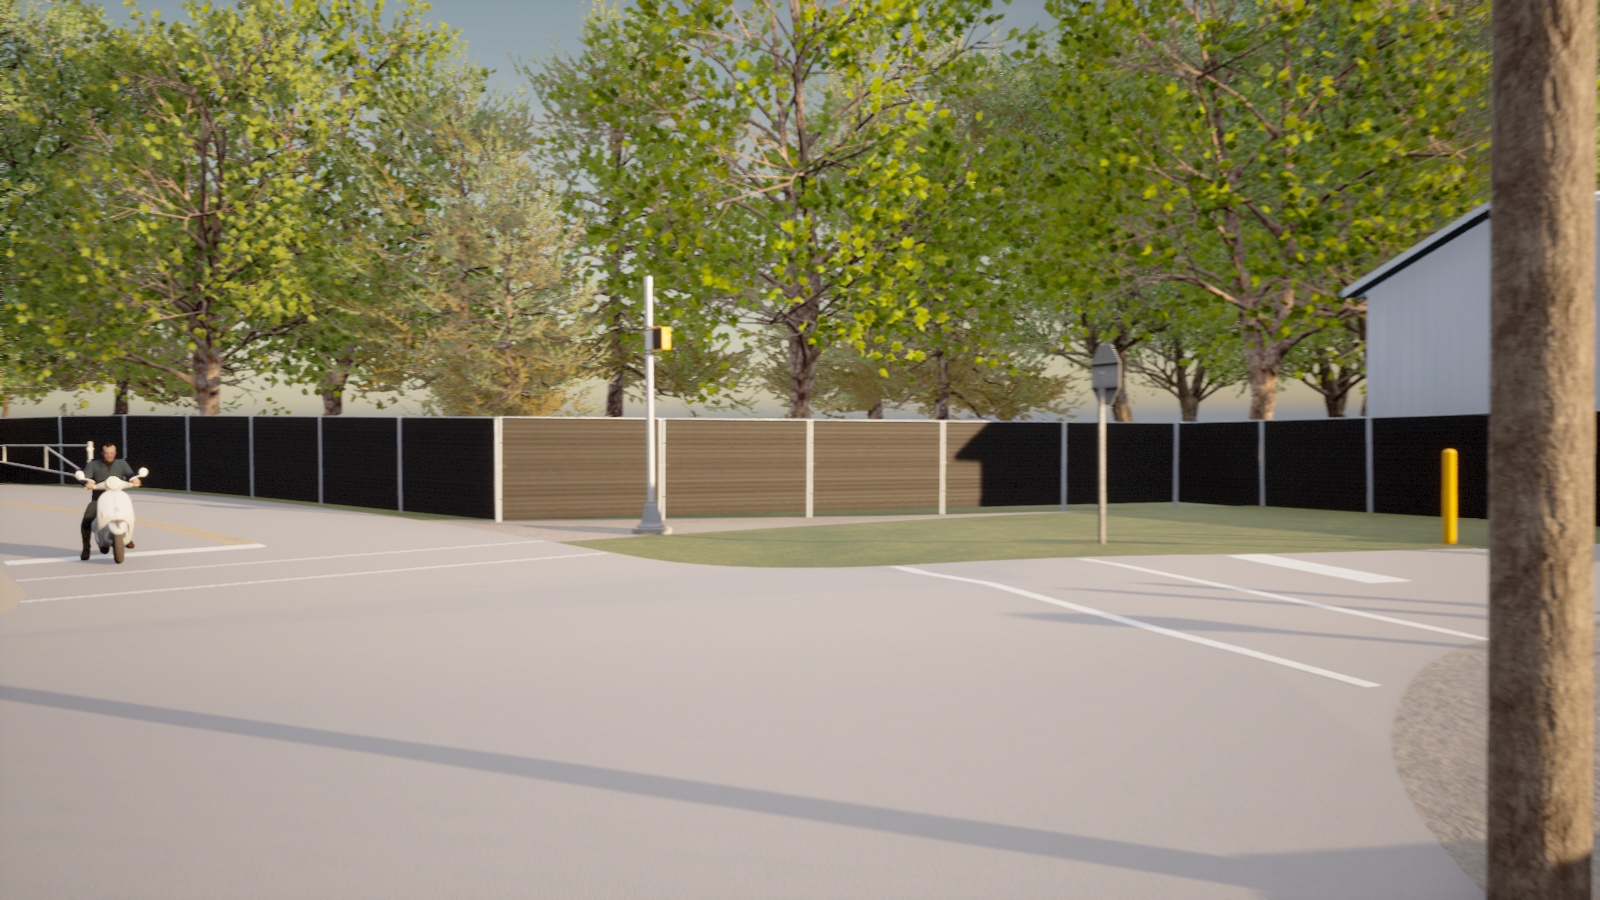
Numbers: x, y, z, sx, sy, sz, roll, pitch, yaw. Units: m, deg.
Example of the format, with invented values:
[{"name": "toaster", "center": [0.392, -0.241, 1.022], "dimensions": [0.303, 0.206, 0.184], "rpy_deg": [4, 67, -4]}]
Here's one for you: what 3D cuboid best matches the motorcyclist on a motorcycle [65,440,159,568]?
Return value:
[{"name": "motorcyclist on a motorcycle", "center": [-9.382, 0.684, 17.099], "dimensions": [0.866, 1.590, 1.817], "rpy_deg": [-2, 3, -36]}]
